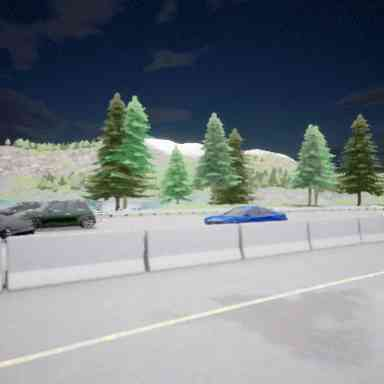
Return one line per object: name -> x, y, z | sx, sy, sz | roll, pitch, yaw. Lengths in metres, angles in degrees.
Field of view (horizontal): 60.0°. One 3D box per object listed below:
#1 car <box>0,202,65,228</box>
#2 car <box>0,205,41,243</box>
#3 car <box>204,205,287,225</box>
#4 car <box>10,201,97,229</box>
car -> -11.062, 1.441, 21.698 | 4.892, 1.490, 1.837 | 0, 0, -34
car -> -9.671, 1.489, 14.220 | 5.357, 1.411, 2.033 | 0, 0, -35
car -> 2.955, 1.505, 18.137 | 5.008, 1.535, 1.882 | 0, 0, -30
car -> -8.044, 1.307, 19.503 | 4.553, 1.767, 2.097 | 0, 0, -33
